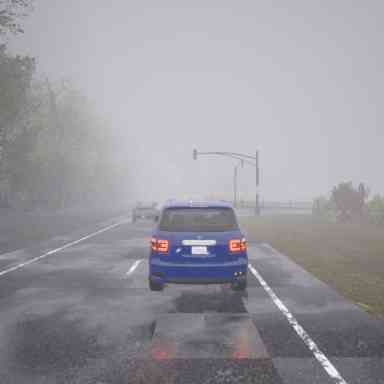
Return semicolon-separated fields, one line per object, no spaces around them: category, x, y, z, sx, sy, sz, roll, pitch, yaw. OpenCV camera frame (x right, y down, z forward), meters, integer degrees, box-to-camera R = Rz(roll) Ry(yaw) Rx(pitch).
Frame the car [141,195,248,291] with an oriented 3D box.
car;0.114;1.224;9.138;2.150;2.045;5.566;0;0;-1

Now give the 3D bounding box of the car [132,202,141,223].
car;-3.374;1.498;25.693;2.128;1.511;4.902;0;0;0

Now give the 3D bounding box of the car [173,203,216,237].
car;0.122;1.496;19.001;2.128;1.511;4.902;0;0;0

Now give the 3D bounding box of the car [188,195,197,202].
car;0.078;1.542;76.781;2.033;1.411;5.357;0;0;0

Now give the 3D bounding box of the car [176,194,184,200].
car;-3.406;1.353;94.534;2.097;1.767;4.553;0;0;0
